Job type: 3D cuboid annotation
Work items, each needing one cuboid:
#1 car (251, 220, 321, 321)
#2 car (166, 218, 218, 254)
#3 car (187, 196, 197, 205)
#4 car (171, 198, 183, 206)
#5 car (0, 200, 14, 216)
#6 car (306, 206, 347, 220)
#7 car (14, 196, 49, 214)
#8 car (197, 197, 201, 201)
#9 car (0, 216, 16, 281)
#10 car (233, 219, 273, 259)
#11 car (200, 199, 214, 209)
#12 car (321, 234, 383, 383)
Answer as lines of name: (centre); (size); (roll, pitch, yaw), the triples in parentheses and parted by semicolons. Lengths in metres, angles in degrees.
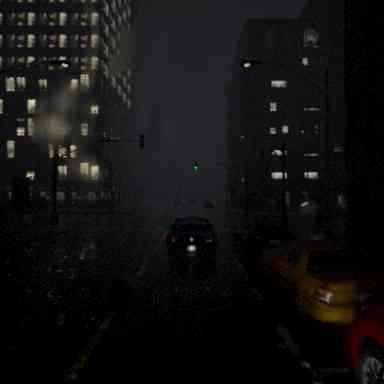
car: (2.687, 1.596, 7.381); (1.752, 1.417, 4.829); (0, -1, 0)
car: (-0.008, 1.735, 14.111); (1.895, 1.301, 4.718); (0, -1, 0)
car: (-0.043, 2.215, 75.847); (1.837, 1.490, 4.892); (0, -1, 0)
car: (-3.043, 2.263, 73.990); (2.033, 1.411, 5.357); (0, -1, 0)
car: (-17.574, 1.260, 26.571); (5.009, 1.841, 2.192); (1, -2, -1)
car: (14.622, 2.168, 35.237); (4.829, 1.417, 1.752); (1, -2, -1)
car: (-17.713, 1.359, 34.948); (5.009, 1.841, 2.192); (1, -2, -1)
car: (2.652, 2.211, 67.832); (2.008, 1.369, 4.403); (0, -1, 0)
car: (-5.693, 1.509, 7.205); (1.967, 1.590, 4.097); (0, -1, 0)
car: (2.684, 1.689, 12.893); (1.947, 1.339, 4.313); (0, -1, 0)
car: (2.710, 2.112, 54.915); (1.802, 1.307, 4.206); (0, -1, 0)
car: (2.691, 1.330, 1.531); (2.192, 1.841, 5.009); (0, -1, 0)
